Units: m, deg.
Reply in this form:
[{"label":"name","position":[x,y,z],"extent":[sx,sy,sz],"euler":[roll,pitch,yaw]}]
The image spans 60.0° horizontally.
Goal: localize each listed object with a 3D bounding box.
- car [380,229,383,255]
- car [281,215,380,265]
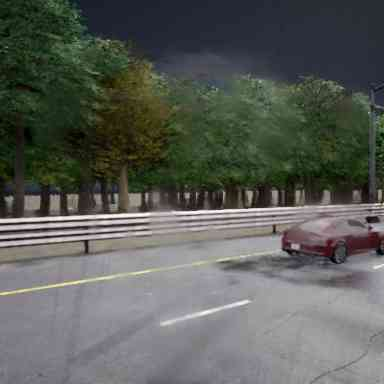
[{"label":"car","position":[7.124,1.534,8.836],"extent":[4.674,1.442,1.812],"euler":[0,0,-36]},{"label":"car","position":[5.089,1.534,11.684],"extent":[4.674,1.442,1.812],"euler":[0,0,-36]}]
